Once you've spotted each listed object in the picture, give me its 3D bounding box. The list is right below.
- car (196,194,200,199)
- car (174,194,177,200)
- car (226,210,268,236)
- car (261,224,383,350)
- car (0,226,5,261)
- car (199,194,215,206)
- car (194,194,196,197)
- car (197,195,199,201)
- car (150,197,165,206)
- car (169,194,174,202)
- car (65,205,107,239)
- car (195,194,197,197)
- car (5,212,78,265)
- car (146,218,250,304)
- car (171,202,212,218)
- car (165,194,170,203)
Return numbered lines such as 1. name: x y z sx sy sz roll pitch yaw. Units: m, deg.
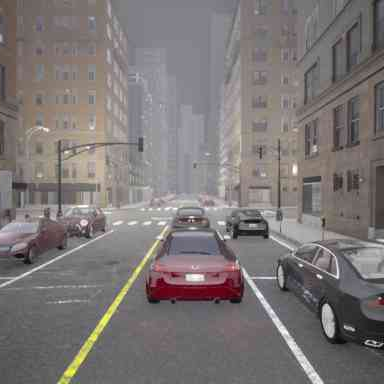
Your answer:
1. car: 2.548 1.528 75.932 1.967 1.590 4.097 0 0 0
2. car: -6.030 1.462 92.126 2.192 1.841 5.009 0 0 0
3. car: 2.773 1.568 17.206 1.947 1.339 4.313 0 0 0
4. car: 2.828 1.551 6.204 2.008 1.369 4.403 0 0 0
5. car: -5.697 1.566 6.161 1.947 1.339 4.313 0 0 0
6. car: 2.619 1.479 54.296 1.967 1.590 4.097 0 0 0
7. car: 2.495 1.462 92.159 2.192 1.841 5.009 0 0 0
8. car: 2.585 1.610 65.114 2.008 1.369 4.403 0 0 0
9. car: -5.906 1.621 54.266 1.802 1.307 4.206 0 0 0
10. car: -5.993 1.630 81.138 1.752 1.417 4.829 0 0 0
11. car: -5.753 1.442 17.164 1.967 1.590 4.097 0 0 0
12. car: 2.513 1.565 86.750 1.967 1.590 4.097 0 0 0
13. car: -5.725 1.583 11.662 1.802 1.307 4.206 0 0 0
14. car: 0.042 1.564 8.202 1.994 1.385 4.181 0 0 -1
15. car: -0.047 1.507 17.115 1.837 1.490 4.892 0 0 0
16. car: -5.940 1.610 65.083 2.008 1.369 4.403 0 0 0
